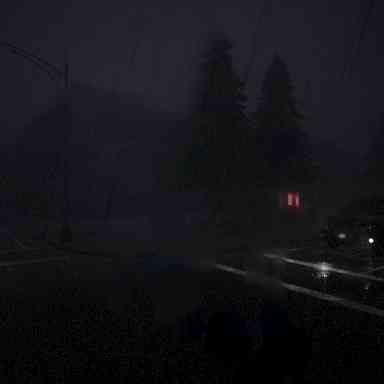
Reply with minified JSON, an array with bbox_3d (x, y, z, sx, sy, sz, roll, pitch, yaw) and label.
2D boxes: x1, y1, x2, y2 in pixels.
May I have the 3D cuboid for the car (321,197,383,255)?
[{"bbox_3d":[7.682,1.248,13.754,5.566,2.045,2.150,0,0,-37],"label":"car"}]
